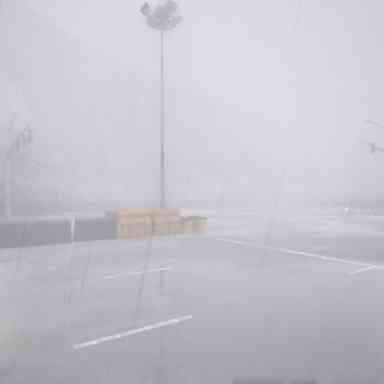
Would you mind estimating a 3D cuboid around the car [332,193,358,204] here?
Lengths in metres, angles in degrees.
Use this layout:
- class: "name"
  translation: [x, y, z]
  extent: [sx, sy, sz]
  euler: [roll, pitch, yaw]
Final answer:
- class: "car"
  translation: [26.267, 1.136, 57.164]
  extent: [4.553, 1.767, 2.097]
  euler: [0, 0, -35]

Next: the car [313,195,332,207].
- class: "car"
  translation: [20.395, 1.178, 48.698]
  extent: [4.553, 1.767, 2.097]
  euler: [0, 0, -35]

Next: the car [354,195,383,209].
- class: "car"
  translation: [22.902, 1.361, 41.890]
  extent: [4.674, 1.442, 1.812]
  euler: [0, 0, -35]

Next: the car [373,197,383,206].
- class: "car"
  translation: [30.042, 1.386, 51.276]
  extent: [4.718, 1.301, 1.895]
  euler: [0, 0, -35]

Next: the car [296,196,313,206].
- class: "car"
  translation: [18.126, 1.319, 51.378]
  extent: [4.902, 1.511, 2.128]
  euler: [0, 0, -36]

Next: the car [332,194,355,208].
- class: "car"
  translation: [21.943, 1.376, 45.512]
  extent: [5.357, 1.411, 2.033]
  euler: [0, 0, -36]

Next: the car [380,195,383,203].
- class: "car"
  translation: [35.805, 1.248, 59.607]
  extent: [4.892, 1.490, 1.837]
  euler: [0, 0, -35]

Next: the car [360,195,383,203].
- class: "car"
  translation: [33.924, 1.282, 62.563]
  extent: [5.357, 1.411, 2.033]
  euler: [0, 0, -36]

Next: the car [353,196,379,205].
- class: "car"
  translation: [28.527, 1.346, 54.467]
  extent: [4.181, 1.385, 1.994]
  euler: [0, 0, -34]
